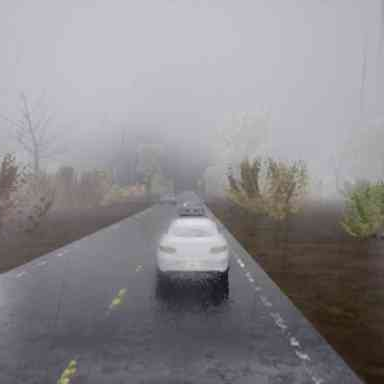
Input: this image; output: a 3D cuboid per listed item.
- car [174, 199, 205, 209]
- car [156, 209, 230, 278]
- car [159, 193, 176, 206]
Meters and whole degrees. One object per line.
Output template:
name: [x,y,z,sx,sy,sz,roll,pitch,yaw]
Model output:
car: [-0.001,1.339,25.483,2.033,1.411,5.357,0,1,0]
car: [0.032,1.447,9.787,1.812,1.442,4.674,0,1,0]
car: [-3.200,0.971,45.118,2.097,1.767,4.553,0,0,0]
